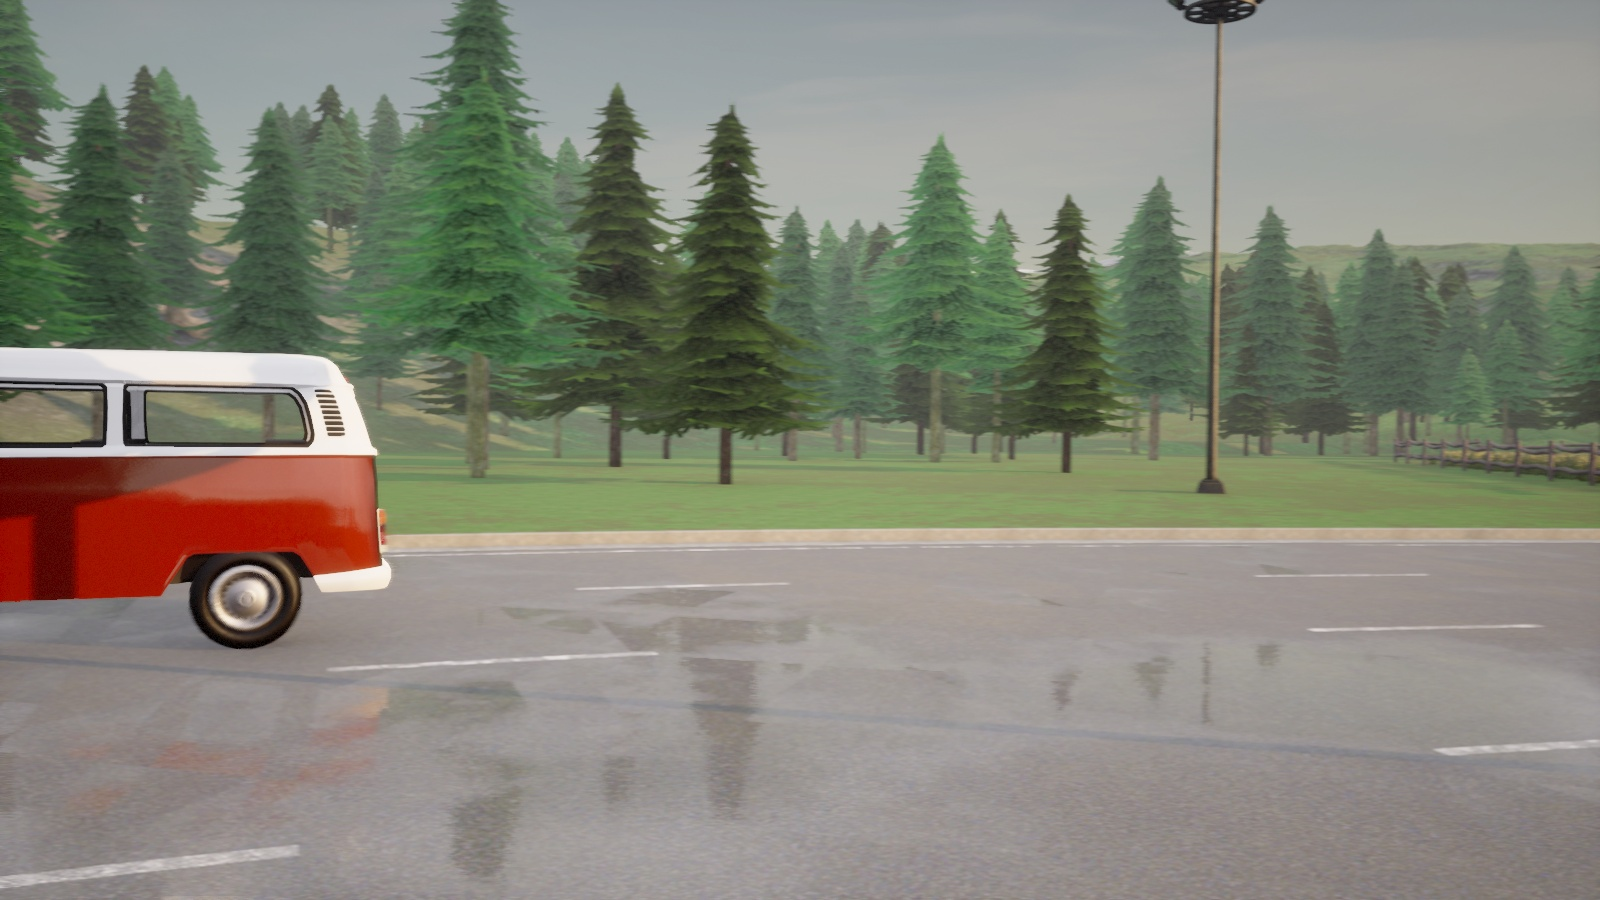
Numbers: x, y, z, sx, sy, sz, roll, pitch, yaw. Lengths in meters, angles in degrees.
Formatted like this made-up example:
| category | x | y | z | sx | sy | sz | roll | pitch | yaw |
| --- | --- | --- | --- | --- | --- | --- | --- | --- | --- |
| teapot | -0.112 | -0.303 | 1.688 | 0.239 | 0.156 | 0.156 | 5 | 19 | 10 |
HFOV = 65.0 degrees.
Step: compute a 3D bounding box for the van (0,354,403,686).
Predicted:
| category | x | y | z | sx | sy | sz | roll | pitch | yaw |
| --- | --- | --- | --- | --- | --- | --- | --- | --- | --- |
| van | -5.210 | 0.420 | 8.710 | 4.480 | 2.038 | 2.069 | -1 | 1 | -23 |
